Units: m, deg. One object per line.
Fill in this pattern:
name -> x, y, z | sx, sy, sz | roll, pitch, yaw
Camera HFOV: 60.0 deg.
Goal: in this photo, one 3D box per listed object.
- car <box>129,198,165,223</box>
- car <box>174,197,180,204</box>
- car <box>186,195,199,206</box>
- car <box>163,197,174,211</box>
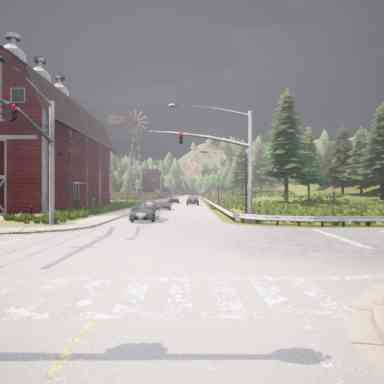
car -> -3.549, 1.491, 25.471 | 2.128, 1.511, 4.902 | 0, 0, 0
car -> -3.386, 1.601, 63.941 | 1.895, 1.301, 4.718 | 0, 0, 1
car -> 0.112, 1.352, 55.632 | 2.097, 1.767, 4.553 | 0, 0, 0
car -> -3.509, 1.525, 40.630 | 1.812, 1.442, 4.674 | 0, 0, 0
